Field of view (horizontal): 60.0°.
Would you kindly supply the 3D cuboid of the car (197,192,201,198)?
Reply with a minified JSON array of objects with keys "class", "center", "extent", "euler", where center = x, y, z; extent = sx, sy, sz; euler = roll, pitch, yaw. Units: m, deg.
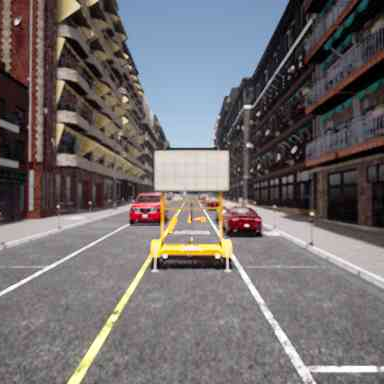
[{"class":"car","center":[2.578,1.216,67.634],"extent":[1.887,1.381,4.507],"euler":[1,0,0]}]

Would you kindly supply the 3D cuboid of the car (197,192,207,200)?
[{"class":"car","center":[2.547,0.941,84.226],"extent":[2.192,1.841,5.009],"euler":[1,0,0]}]

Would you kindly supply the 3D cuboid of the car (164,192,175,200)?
[{"class":"car","center":[-5.298,0.955,78.754],"extent":[2.192,1.841,5.009],"euler":[1,0,0]}]

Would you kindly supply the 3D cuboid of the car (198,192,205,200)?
[{"class":"car","center":[2.578,1.234,62.104],"extent":[1.887,1.381,4.507],"euler":[1,0,0]}]

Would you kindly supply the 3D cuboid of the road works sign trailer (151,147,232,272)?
[{"class":"road works sign trailer","center":[-0.011,0.396,10.538],"extent":[2.380,3.560,2.880],"euler":[0,0,0]}]

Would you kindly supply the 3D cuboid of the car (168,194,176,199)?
[{"class":"car","center":[-5.306,1.180,89.817],"extent":[1.947,1.339,4.313],"euler":[1,0,0]}]

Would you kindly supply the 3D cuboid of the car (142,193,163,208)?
[{"class":"car","center":[-5.294,1.068,45.573],"extent":[2.192,1.841,5.009],"euler":[2,0,0]}]

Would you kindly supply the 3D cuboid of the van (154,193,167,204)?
[{"class":"van","center":[-5.296,1.049,56.632],"extent":[1.690,1.788,3.998],"euler":[2,0,0]}]

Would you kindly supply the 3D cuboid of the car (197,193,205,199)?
[{"class":"car","center":[2.542,1.044,95.290],"extent":[1.967,1.590,4.097],"euler":[1,0,0]}]

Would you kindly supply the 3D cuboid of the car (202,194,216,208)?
[{"class":"car","center":[2.580,1.323,39.980],"extent":[1.887,1.381,4.507],"euler":[1,0,0]}]

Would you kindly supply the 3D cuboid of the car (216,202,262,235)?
[{"class":"car","center":[2.583,1.434,17.858],"extent":[1.887,1.381,4.507],"euler":[1,0,0]}]

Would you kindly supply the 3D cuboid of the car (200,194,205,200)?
[{"class":"car","center":[2.580,1.304,45.512],"extent":[2.008,1.369,4.403],"euler":[1,0,0]}]

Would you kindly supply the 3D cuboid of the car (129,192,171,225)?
[{"class":"car","center":[-2.851,1.083,22.872],"extent":[2.150,2.045,5.566],"euler":[0,0,0]}]

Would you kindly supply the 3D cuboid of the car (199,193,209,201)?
[{"class":"car","center":[2.587,1.095,73.165],"extent":[1.967,1.590,4.097],"euler":[1,0,0]}]

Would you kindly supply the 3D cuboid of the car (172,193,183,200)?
[{"class":"car","center":[-2.786,1.285,63.359],"extent":[1.895,1.301,4.718],"euler":[0,0,1]}]

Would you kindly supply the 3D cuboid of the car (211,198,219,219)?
[{"class":"car","center":[2.583,1.383,23.560],"extent":[1.752,1.417,4.829],"euler":[1,0,0]}]

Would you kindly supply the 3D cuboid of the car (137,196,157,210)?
[{"class":"car","center":[-5.299,1.304,39.872],"extent":[1.752,1.417,4.829],"euler":[2,0,0]}]
